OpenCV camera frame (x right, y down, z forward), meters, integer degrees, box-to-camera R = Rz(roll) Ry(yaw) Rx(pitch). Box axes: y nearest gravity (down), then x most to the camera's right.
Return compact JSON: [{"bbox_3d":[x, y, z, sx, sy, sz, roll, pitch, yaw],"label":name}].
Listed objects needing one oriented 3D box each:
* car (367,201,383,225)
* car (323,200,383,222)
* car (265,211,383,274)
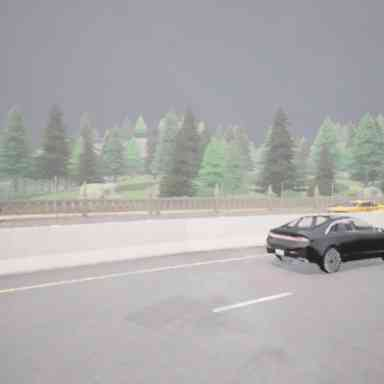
[{"bbox_3d":[14.838,1.436,23.088,5.008,1.535,1.882,0,0,-20],"label":"car"},{"bbox_3d":[12.967,1.416,26.105,5.008,1.535,1.882,0,0,-21],"label":"car"},{"bbox_3d":[4.550,1.464,10.417,4.902,1.511,2.128,0,0,-29],"label":"car"}]
